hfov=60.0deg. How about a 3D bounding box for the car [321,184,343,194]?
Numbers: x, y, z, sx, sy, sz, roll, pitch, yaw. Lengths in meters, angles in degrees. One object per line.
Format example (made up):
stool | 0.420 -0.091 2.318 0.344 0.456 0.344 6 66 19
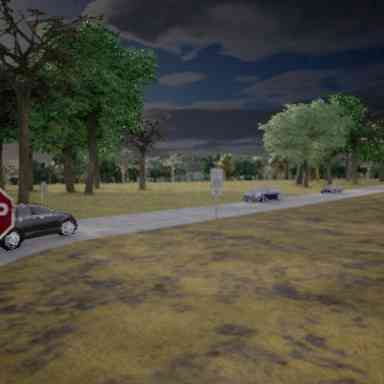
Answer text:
car | 19.893 -0.433 47.228 1.994 1.385 4.181 1 3 42

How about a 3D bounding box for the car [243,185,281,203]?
car | 6.943 0.131 33.006 2.097 1.767 4.553 1 3 42

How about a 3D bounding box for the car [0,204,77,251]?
car | -6.570 1.226 12.987 1.837 1.490 4.892 -3 1 19
